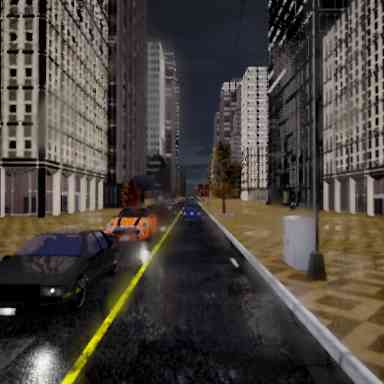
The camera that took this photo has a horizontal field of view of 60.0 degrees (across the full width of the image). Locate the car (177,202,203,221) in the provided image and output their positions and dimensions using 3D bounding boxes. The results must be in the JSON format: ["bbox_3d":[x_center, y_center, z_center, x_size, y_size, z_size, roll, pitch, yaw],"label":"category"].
[{"bbox_3d":[-0.009,1.892,30.441,2.033,1.411,5.357,0,-1,0],"label":"car"}]

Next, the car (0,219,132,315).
[{"bbox_3d":[-3.073,1.642,8.219,2.033,1.411,5.357,0,-1,0],"label":"car"}]

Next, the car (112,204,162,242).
[{"bbox_3d":[-3.008,1.551,17.549,2.097,1.767,4.553,0,-1,0],"label":"car"}]

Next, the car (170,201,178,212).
[{"bbox_3d":[-3.019,2.072,48.393,2.128,1.511,4.902,0,-1,0],"label":"car"}]

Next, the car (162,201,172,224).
[{"bbox_3d":[-3.011,1.792,27.766,1.882,1.535,5.008,0,-1,0],"label":"car"}]
